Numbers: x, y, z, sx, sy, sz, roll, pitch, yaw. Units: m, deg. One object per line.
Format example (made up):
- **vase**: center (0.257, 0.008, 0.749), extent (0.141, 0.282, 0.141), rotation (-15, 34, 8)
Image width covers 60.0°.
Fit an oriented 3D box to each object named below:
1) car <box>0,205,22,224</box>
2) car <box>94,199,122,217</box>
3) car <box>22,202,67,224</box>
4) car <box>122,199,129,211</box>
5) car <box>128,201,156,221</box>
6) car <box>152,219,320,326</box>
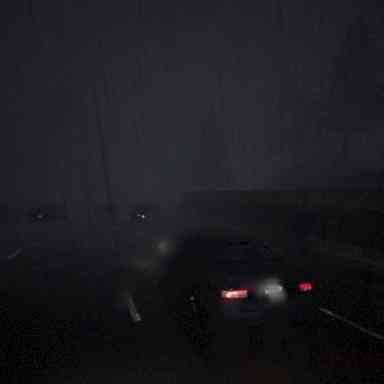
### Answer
- **car**: center (-14.304, 1.624, 24.841), extent (1.895, 1.301, 4.718), rotation (0, 0, -9)
- **car**: center (-8.220, 1.545, 32.335), extent (1.882, 1.535, 5.008), rotation (0, 0, -7)
- **car**: center (-10.791, 1.514, 25.151), extent (1.882, 1.535, 5.008), rotation (0, 0, -9)
- **car**: center (-8.946, 1.588, 42.817), extent (2.128, 1.511, 4.902), rotation (0, 0, -2)
- **car**: center (-4.092, 1.575, 27.663), extent (1.837, 1.490, 4.892), rotation (0, 0, -9)
- **car**: center (0.487, 1.571, 7.507), extent (2.033, 1.411, 5.357), rotation (0, 0, -18)
